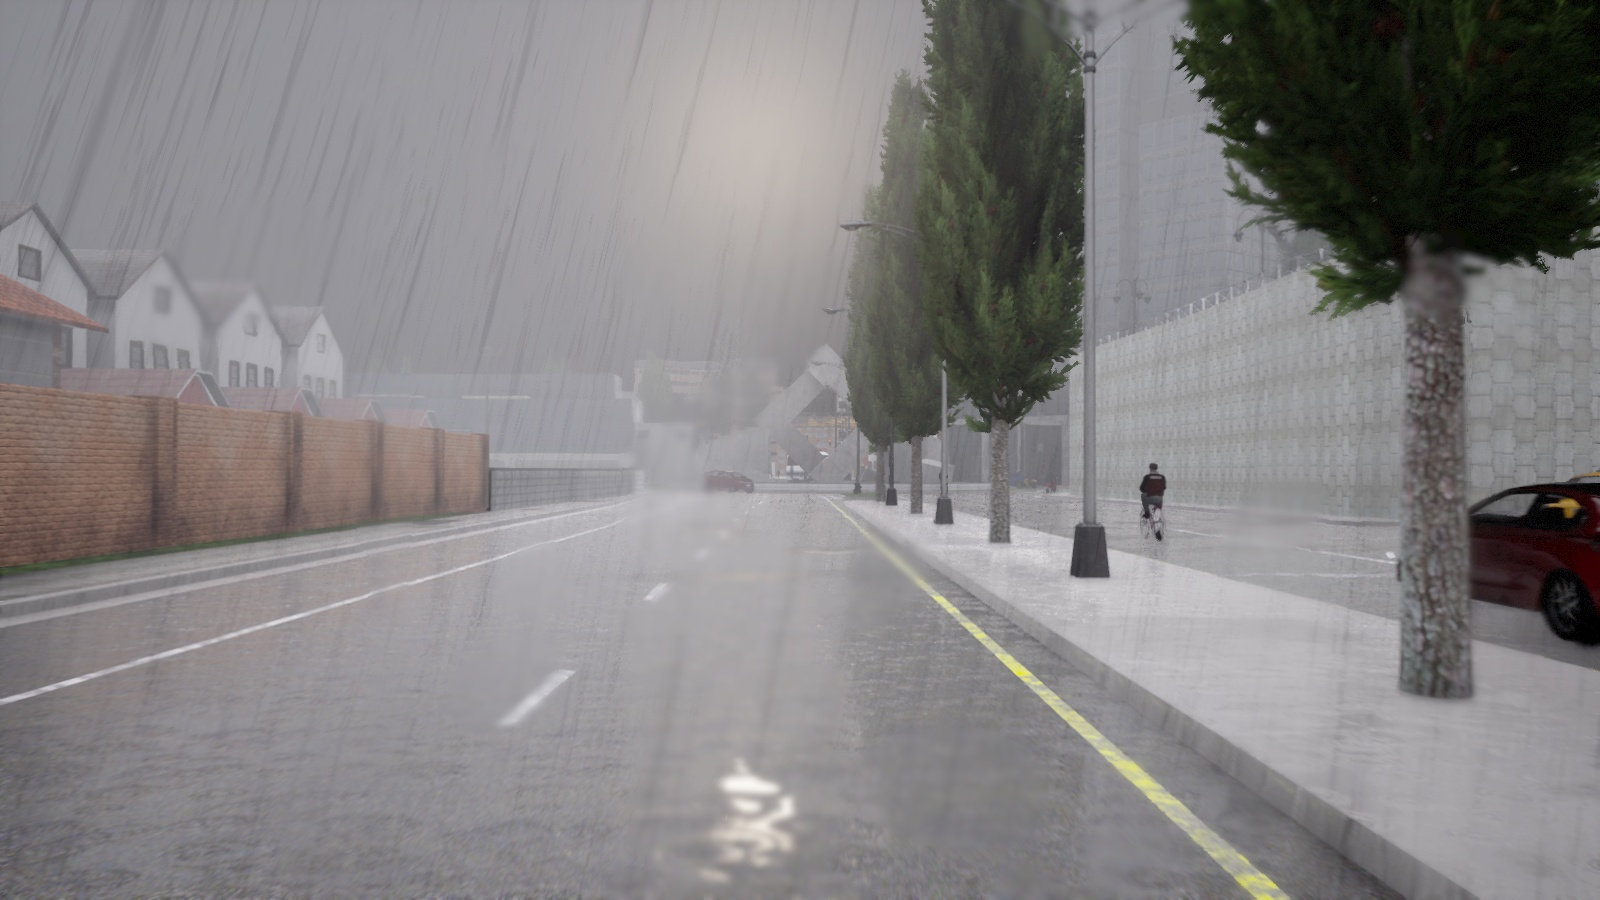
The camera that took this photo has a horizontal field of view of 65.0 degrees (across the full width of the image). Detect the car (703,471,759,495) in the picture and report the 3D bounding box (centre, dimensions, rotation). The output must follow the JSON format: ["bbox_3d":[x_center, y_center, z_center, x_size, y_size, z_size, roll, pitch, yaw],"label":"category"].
[{"bbox_3d":[-4.722,2.247,85.735,3.705,1.549,1.789,-1,-2,43],"label":"car"}]

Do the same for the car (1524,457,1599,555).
[{"bbox_3d":[14.585,0.911,22.447,1.801,1.575,5.366,-2,-1,41],"label":"car"}]

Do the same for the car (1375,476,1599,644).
[{"bbox_3d":[7.968,1.019,13.288,1.816,1.474,4.193,0,-1,0],"label":"car"}]

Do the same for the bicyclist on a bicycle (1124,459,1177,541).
[{"bbox_3d":[7.928,1.108,28.456,0.659,1.776,1.843,-1,-1,0],"label":"bicyclist on a bicycle"}]
